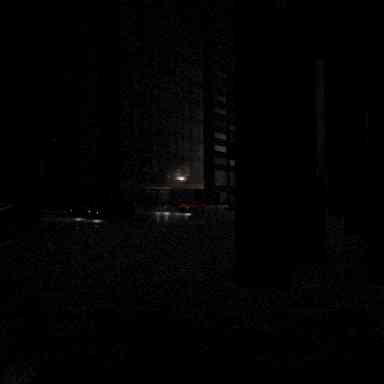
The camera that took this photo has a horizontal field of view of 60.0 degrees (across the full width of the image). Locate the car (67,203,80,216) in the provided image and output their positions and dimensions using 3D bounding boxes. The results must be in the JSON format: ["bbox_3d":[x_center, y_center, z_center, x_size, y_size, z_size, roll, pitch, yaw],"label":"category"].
[{"bbox_3d":[-10.604,1.565,35.990,2.150,2.045,5.566,0,-1,36],"label":"car"}]

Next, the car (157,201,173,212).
[{"bbox_3d":[-2.804,2.026,46.768,1.837,1.490,4.892,0,-1,36],"label":"car"}]

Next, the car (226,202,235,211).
[{"bbox_3d":[6.979,2.148,48.986,2.033,1.411,5.357,0,-1,36],"label":"car"}]

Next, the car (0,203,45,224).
[{"bbox_3d":[-13.885,1.721,25.872,1.812,1.442,4.674,0,-1,36],"label":"car"}]

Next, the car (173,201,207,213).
[{"bbox_3d":[0.065,1.994,45.187,1.882,1.535,5.008,0,-1,36],"label":"car"}]

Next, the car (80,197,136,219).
[{"bbox_3d":[-8.141,1.549,33.850,2.150,2.045,5.566,0,-1,36],"label":"car"}]
